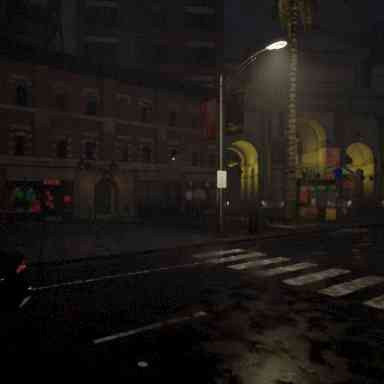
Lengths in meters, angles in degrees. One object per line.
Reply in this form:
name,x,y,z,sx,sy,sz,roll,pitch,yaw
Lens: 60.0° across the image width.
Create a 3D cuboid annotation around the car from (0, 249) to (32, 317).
car,-4.996,1.491,4.729,4.902,1.511,2.128,0,0,-35
